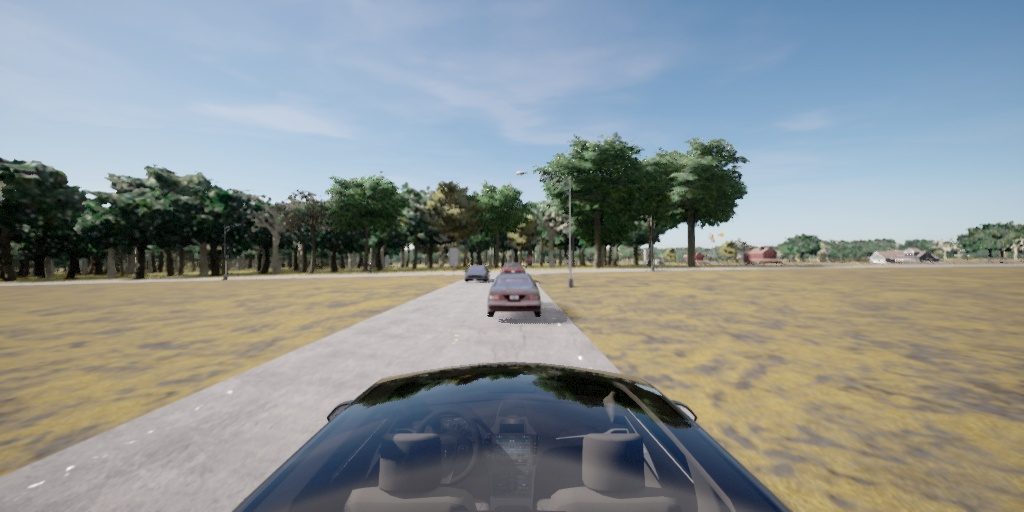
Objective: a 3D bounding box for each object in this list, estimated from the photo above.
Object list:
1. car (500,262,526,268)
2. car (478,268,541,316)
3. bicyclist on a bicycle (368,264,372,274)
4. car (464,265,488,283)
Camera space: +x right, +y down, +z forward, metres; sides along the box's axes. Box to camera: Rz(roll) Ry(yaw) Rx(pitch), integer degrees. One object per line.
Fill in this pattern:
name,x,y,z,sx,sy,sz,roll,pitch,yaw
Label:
car,0.074,1.285,30.261,2.097,1.767,4.553,0,-1,0
car,0.080,1.341,13.580,2.033,1.411,5.357,0,0,0
bicyclist on a bicycle,-22.636,2.084,57.195,0.582,1.620,1.656,-1,-1,0
car,-2.844,1.481,30.310,2.033,1.411,5.357,0,-1,0
